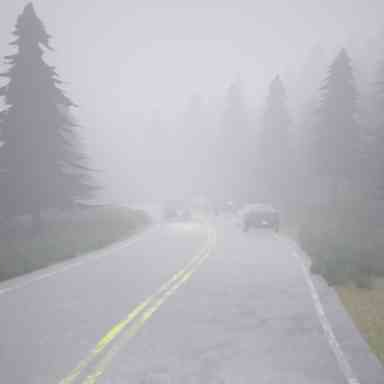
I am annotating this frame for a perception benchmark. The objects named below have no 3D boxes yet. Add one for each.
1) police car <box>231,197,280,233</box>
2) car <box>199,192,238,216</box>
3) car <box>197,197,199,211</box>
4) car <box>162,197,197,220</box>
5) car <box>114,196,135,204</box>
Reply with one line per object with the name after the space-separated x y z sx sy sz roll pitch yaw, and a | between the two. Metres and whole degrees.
3.705 1.331 19.487 1.930 1.638 5.238 1 1 0 | police car
2.580 0.997 29.929 2.150 2.045 5.566 -1 1 -12 | car
0.797 1.228 36.012 1.812 1.442 4.674 -1 1 -20 | car
-1.251 1.325 26.034 2.128 1.511 4.902 0 0 -9 | car
-11.032 1.317 53.940 1.895 1.301 4.718 -3 2 -35 | car
